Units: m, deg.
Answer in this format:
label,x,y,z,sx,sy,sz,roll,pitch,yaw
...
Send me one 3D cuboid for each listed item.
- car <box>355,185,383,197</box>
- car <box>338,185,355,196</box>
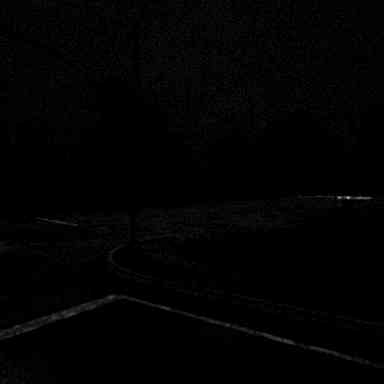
label,x,y,z,sx,sy,sz,roll,pitch,yaw
car,25.016,-0.185,44.796,5.357,1.411,2.033,-3,2,-25
car,23.277,-0.241,47.843,4.892,1.490,1.837,-3,2,-25
